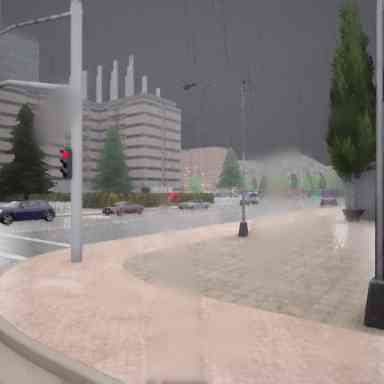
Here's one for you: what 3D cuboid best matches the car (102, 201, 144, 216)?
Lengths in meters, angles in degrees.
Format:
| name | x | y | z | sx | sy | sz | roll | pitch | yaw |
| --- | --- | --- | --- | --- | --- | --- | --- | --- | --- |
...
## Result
| name | x | y | z | sx | sy | sz | roll | pitch | yaw |
| --- | --- | --- | --- | --- | --- | --- | --- | --- | --- |
| car | -6.662 | 1.564 | 32.439 | 1.994 | 1.385 | 4.181 | 0 | 0 | 36 |

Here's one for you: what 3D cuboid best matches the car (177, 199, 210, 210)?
| name | x | y | z | sx | sy | sz | roll | pitch | yaw |
| --- | --- | --- | --- | --- | --- | --- | --- | --- | --- |
| car | 0.245 | 1.601 | 41.919 | 1.895 | 1.301 | 4.718 | 0 | 0 | 36 |

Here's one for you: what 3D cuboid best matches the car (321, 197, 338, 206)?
| name | x | y | z | sx | sy | sz | roll | pitch | yaw |
| --- | --- | --- | --- | --- | --- | --- | --- | --- | --- |
| car | 22.243 | 1.526 | 54.001 | 1.812 | 1.442 | 4.674 | 0 | 0 | 36 |

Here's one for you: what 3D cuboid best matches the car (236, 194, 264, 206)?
| name | x | y | z | sx | sy | sz | roll | pitch | yaw |
| --- | --- | --- | --- | --- | --- | --- | --- | --- | --- |
| car | 9.475 | 1.564 | 54.462 | 1.837 | 1.490 | 4.892 | 0 | 0 | 36 |

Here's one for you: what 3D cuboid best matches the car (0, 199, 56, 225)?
| name | x | y | z | sx | sy | sz | roll | pitch | yaw |
| --- | --- | --- | --- | --- | --- | --- | --- | --- | --- |
| car | -12.505 | 1.352 | 24.388 | 2.097 | 1.767 | 4.553 | 0 | 0 | 36 |
